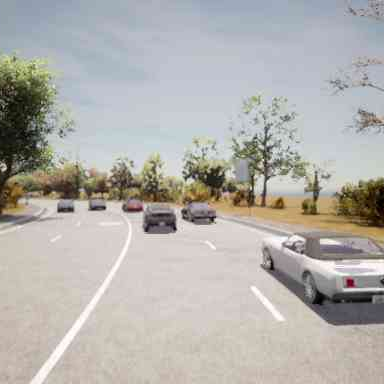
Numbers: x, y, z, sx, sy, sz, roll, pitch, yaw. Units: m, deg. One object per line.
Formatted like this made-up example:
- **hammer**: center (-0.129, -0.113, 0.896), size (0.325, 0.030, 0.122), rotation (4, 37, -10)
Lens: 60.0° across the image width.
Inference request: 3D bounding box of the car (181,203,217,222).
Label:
- **car**: center (0.418, 1.536, 26.086), size (2.033, 1.411, 5.357), rotation (0, 0, -13)

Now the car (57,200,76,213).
- **car**: center (-14.120, 1.552, 37.458), size (2.033, 1.411, 5.357), rotation (0, 0, -20)

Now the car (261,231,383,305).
- **car**: center (3.144, 1.588, 8.034), size (1.895, 1.301, 4.718), rotation (0, 0, -4)

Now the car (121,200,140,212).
- **car**: center (-6.892, 1.561, 38.397), size (1.994, 1.385, 4.181), rotation (0, 0, -19)

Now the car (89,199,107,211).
- **car**: center (-11.537, 1.548, 40.530), size (2.033, 1.411, 5.357), rotation (0, 0, -21)

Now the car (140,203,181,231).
- **car**: center (-2.080, 1.500, 20.686), size (1.837, 1.490, 4.892), rotation (0, 0, -10)
